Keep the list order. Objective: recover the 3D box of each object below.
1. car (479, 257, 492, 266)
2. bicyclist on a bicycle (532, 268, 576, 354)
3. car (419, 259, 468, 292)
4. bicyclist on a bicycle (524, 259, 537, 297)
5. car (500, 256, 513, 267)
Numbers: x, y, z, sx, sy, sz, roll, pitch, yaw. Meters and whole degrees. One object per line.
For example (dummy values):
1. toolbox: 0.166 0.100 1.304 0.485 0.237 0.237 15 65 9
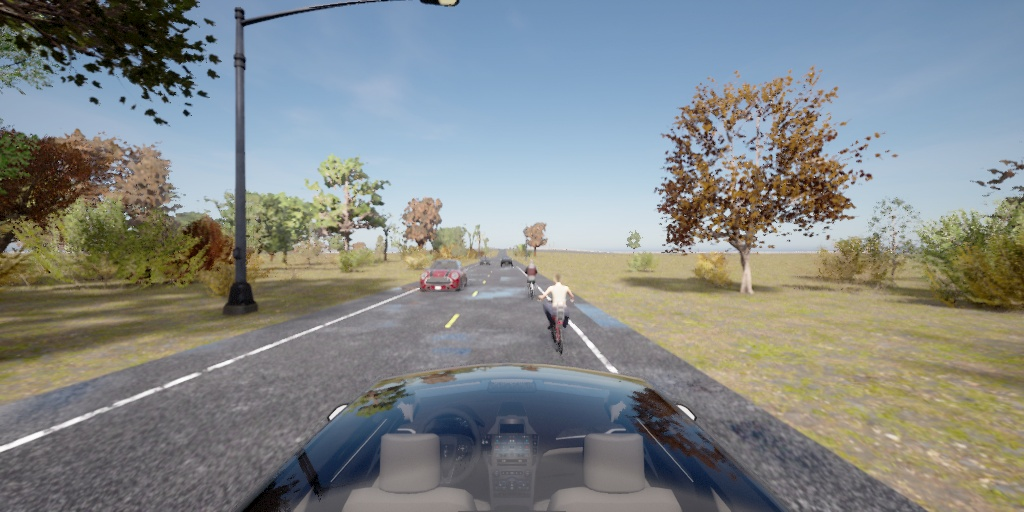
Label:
1. car: -4.589 0.904 61.920 1.837 1.490 4.892 0 1 -1
2. bicyclist on a bicycle: 0.964 1.153 7.641 0.866 1.612 1.509 0 0 -1
3. car: -3.748 0.997 20.285 2.097 1.767 4.553 0 0 -1
4. bicyclist on a bicycle: 0.866 1.038 16.182 0.659 1.776 1.843 0 1 -1
5. car: -0.851 0.902 57.996 1.882 1.535 5.008 0 0 -1
